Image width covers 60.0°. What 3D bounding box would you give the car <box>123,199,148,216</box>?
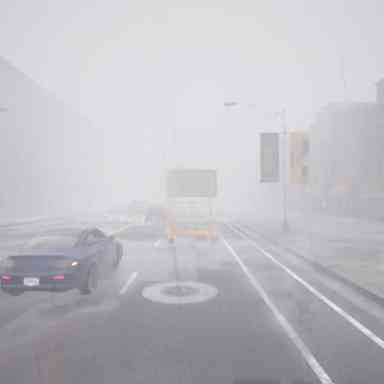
[{"bbox_3d":[-6.591,1.912,41.191,2.150,2.045,5.566,0,-1,0],"label":"car"}]

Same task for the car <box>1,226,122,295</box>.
[{"bbox_3d":[-3.153,1.618,8.838,1.812,1.442,4.674,0,-1,0],"label":"car"}]

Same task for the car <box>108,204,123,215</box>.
[{"bbox_3d":[-9.835,2.306,44.610,1.812,1.442,4.674,0,-2,0],"label":"car"}]

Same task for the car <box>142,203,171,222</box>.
[{"bbox_3d":[-3.151,1.959,31.054,1.837,1.490,4.892,0,-1,0],"label":"car"}]

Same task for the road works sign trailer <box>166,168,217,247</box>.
[{"bbox_3d":[-0.001,0.652,16.130,2.380,3.560,2.880,0,-1,0],"label":"road works sign trailer"}]
